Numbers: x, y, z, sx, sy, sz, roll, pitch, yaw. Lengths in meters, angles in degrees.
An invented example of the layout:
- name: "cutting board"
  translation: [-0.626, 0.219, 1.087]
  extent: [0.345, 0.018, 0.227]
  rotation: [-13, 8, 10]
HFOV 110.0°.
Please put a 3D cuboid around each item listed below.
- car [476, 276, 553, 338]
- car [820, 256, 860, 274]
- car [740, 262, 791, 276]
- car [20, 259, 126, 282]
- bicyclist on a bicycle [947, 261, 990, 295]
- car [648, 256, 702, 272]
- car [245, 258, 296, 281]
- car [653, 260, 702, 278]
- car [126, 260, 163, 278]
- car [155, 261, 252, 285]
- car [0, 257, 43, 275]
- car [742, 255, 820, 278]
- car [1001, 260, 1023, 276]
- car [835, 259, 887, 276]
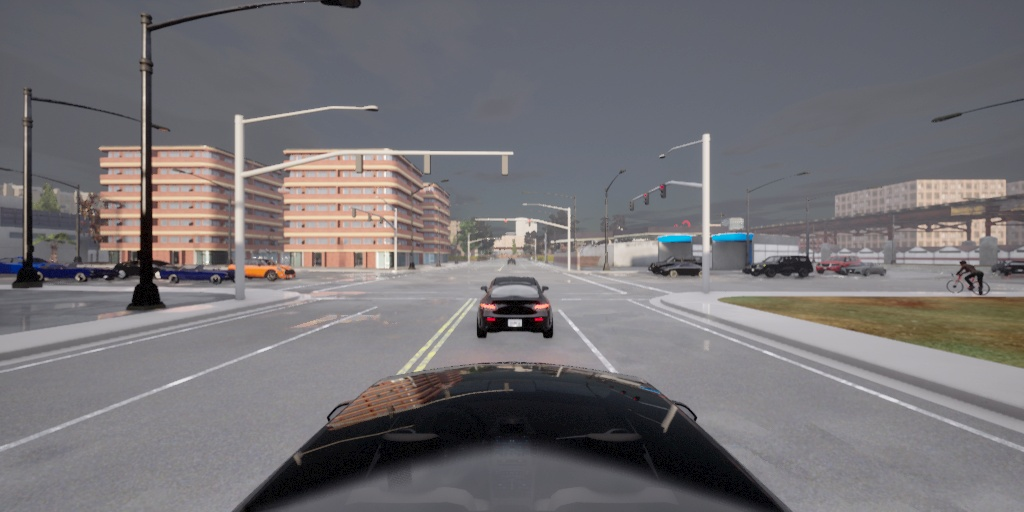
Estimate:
- name: "car"
  translation: [0.073, 1.275, 10.015]
  extent: [1.812, 1.442, 4.674]
  rotation: [0, 0, 0]
- name: "car"
  translation: [36.621, 0.968, 40.073]
  extent: [5.566, 2.045, 2.150]
  rotation: [0, 0, -22]
- name: "car"
  translation: [26.583, 1.311, 37.696]
  extent: [4.181, 1.385, 1.994]
  rotation: [0, 0, -8]
- name: "car"
  translation: [-30.080, 1.086, 24.654]
  extent: [4.718, 1.301, 1.895]
  rotation: [1, 0, 1]
- name: "bicyclist on a bicycle"
  translation: [21.908, 1.049, 17.256]
  extent: [0.582, 1.620, 1.656]
  rotation: [0, 0, 0]
- name: "car"
  translation: [17.183, 0.968, 37.340]
  extent: [5.566, 2.045, 2.150]
  rotation: [0, 0, 1]
- name: "car"
  translation: [-19.466, 0.984, 27.959]
  extent: [4.553, 1.767, 2.097]
  rotation: [1, 0, 1]
- name: "car"
  translation: [16.096, 1.311, 33.906]
  extent: [4.181, 1.385, 1.994]
  rotation: [0, 0, 0]
- name: "car"
  translation: [-28.243, 1.018, 28.122]
  extent: [4.892, 1.490, 1.837]
  rotation: [1, 0, 1]
- name: "car"
  translation: [-20.965, 1.218, 24.490]
  extent: [4.718, 1.301, 1.895]
  rotation: [1, 0, 2]
- name: "car"
  translation: [-38.176, 0.818, 28.310]
  extent: [5.008, 1.535, 1.882]
  rotation: [1, 0, 1]
- name: "car"
  translation: [25.449, 0.969, 34.037]
  extent: [5.566, 2.045, 2.150]
  rotation: [0, 0, -5]
- name: "car"
  translation: [50.501, 1.225, 35.516]
  extent: [5.008, 1.535, 1.882]
  rotation: [0, 0, -33]
- name: "car"
  translation: [35.243, 1.311, 35.979]
  extent: [4.181, 1.385, 1.994]
  rotation: [0, 0, -18]
